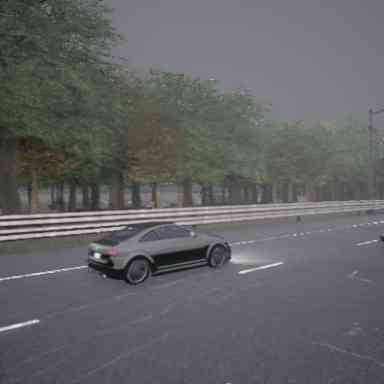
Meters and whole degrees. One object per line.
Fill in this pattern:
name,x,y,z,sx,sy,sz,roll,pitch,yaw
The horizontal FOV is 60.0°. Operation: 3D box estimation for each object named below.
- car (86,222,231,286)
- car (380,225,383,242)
car,-0.821,1.547,9.514,4.181,1.385,1.994,0,0,-40
car,9.719,1.520,13.867,5.357,1.411,2.033,0,0,-40
